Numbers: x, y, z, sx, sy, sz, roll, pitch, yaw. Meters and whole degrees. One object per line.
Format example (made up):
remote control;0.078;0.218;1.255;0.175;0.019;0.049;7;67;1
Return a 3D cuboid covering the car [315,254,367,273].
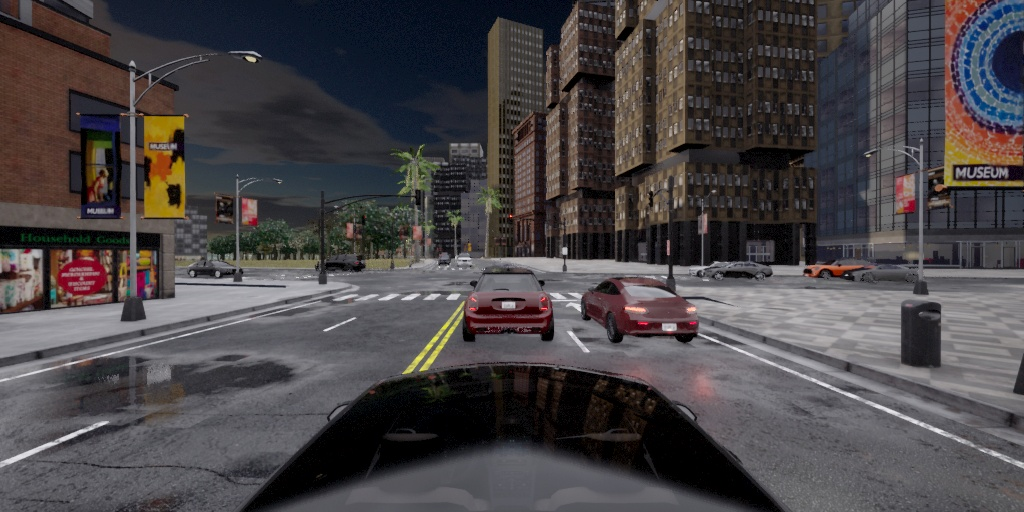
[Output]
car;-19.270;0.842;40.500;5.566;2.045;2.150;0;1;11

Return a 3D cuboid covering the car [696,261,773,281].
car;17.873;1.180;28.601;4.902;1.511;2.128;0;0;13

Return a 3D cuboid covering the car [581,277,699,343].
car;3.137;1.274;9.579;1.812;1.442;4.674;0;0;-1

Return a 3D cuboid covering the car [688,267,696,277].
car;18.243;1.201;31.854;4.674;1.442;1.812;0;0;13

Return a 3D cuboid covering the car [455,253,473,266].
car;-7.213;0.643;54.371;2.150;2.045;5.566;0;1;-8

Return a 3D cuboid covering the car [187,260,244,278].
car;-26.586;1.154;32.121;4.892;1.490;1.837;0;0;13

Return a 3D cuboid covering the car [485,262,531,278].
car;-0.478;1.270;34.152;1.895;1.301;4.718;-1;1;-37

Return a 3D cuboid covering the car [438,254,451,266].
car;-11.307;0.895;59.977;2.033;1.411;5.357;0;1;-9

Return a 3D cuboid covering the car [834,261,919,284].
car;27.048;1.258;26.434;4.181;1.385;1.994;0;0;13

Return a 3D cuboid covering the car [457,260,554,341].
car;-0.122;1.101;10.014;2.097;1.767;4.553;0;0;-1

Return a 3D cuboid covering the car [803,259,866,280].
car;27.079;1.033;29.764;4.553;1.767;2.097;0;0;13
